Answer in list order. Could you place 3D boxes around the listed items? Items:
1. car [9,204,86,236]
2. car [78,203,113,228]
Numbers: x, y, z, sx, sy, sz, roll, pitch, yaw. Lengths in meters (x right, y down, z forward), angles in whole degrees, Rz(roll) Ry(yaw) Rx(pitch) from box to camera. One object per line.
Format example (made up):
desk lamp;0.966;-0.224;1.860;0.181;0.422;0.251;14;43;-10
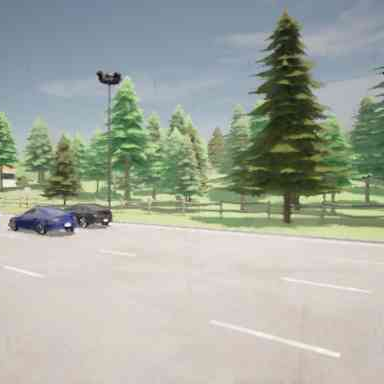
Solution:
car;-8.278;1.528;18.492;4.674;1.442;1.812;0;0;35
car;-7.347;1.508;22.127;4.892;1.490;1.837;0;0;35
